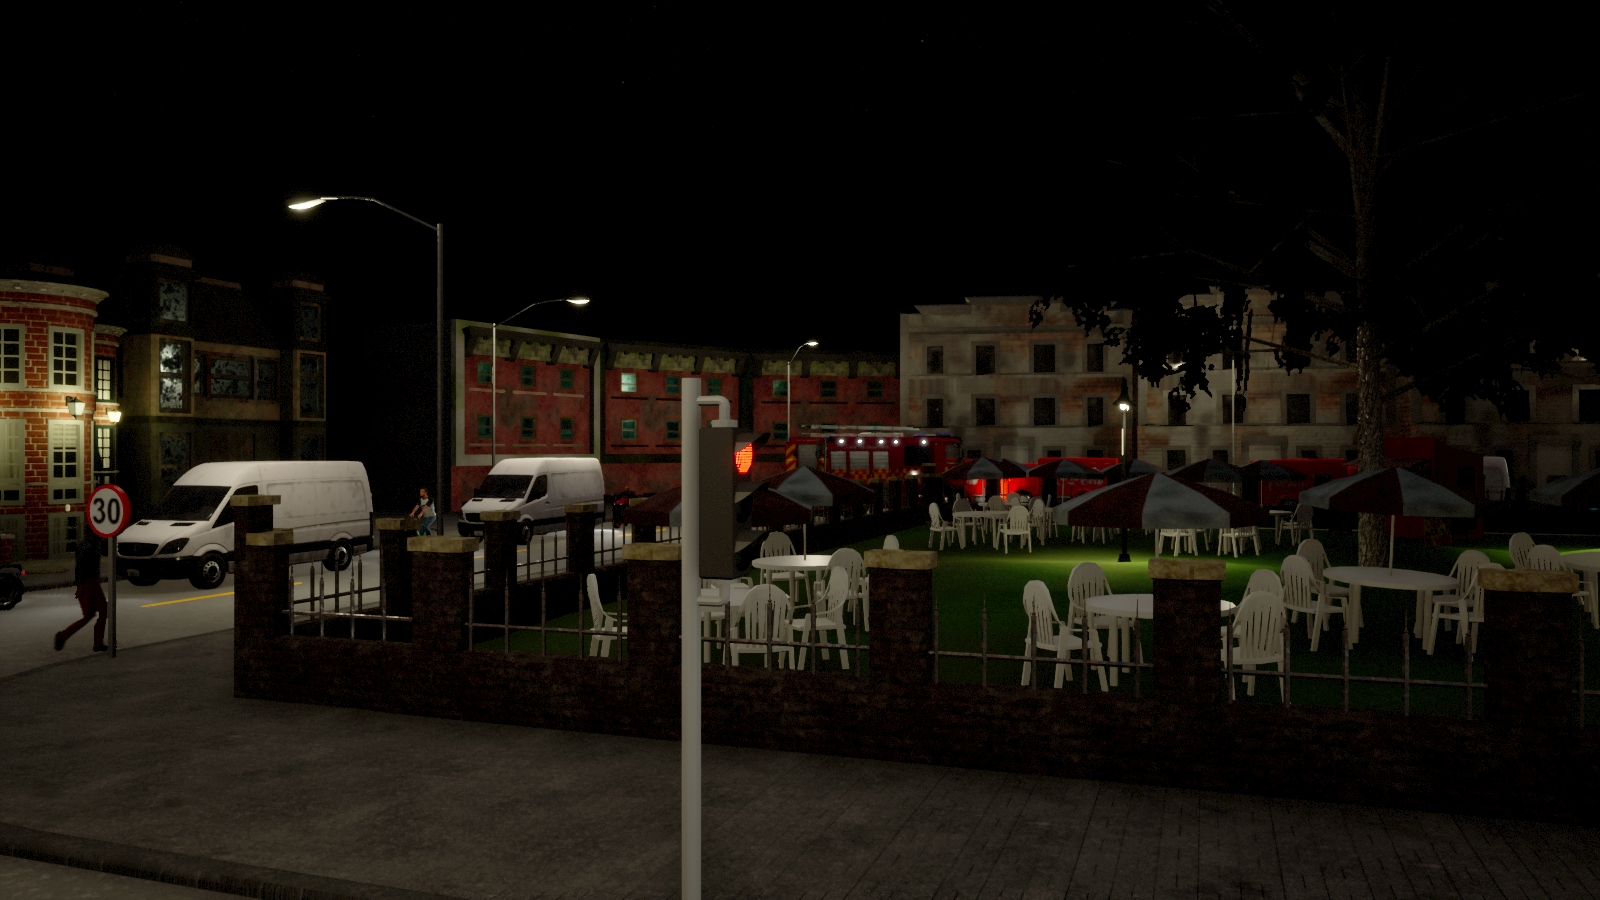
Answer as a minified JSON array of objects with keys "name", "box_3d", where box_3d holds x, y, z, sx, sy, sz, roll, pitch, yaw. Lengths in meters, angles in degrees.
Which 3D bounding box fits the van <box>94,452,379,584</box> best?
[{"name":"van","box_3d":[-12.115,1.315,25.192,1.988,2.561,5.915,0,0,20]}]

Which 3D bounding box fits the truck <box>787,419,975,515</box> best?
[{"name":"truck","box_3d":[3.640,0.672,49.312,8.468,3.827,2.891,0,0,-40]}]

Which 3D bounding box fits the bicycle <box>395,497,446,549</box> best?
[{"name":"bicycle","box_3d":[-10.162,1.936,30.641,0.373,1.296,1.643,0,0,20]}]

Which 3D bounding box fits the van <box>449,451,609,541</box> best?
[{"name":"van","box_3d":[-8.336,1.314,35.864,1.988,2.561,5.915,0,0,20]}]

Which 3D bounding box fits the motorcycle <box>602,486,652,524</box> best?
[{"name":"motorcycle","box_3d":[-6.279,1.985,41.598,0.867,1.251,2.209,0,0,20]}]

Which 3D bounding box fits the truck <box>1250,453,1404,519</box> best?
[{"name":"truck","box_3d":[20.421,1.355,44.585,5.204,2.467,2.627,-1,0,20]}]

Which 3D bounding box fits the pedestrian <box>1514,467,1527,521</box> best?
[{"name":"pedestrian","box_3d":[25.166,1.525,39.901,0.375,1.860,0.375,0,0,37]}]

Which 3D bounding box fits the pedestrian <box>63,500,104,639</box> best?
[{"name":"pedestrian","box_3d":[-9.821,1.629,15.661,0.375,1.860,0.375,0,0,-12]}]
